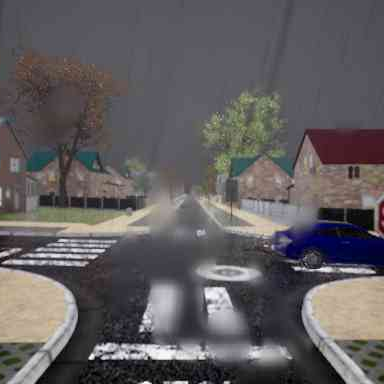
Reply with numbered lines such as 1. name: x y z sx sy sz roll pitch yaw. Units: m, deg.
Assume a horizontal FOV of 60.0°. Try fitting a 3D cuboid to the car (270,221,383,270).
1. car: 4.989 1.725 11.104 4.674 1.442 1.812 2 1 -1
